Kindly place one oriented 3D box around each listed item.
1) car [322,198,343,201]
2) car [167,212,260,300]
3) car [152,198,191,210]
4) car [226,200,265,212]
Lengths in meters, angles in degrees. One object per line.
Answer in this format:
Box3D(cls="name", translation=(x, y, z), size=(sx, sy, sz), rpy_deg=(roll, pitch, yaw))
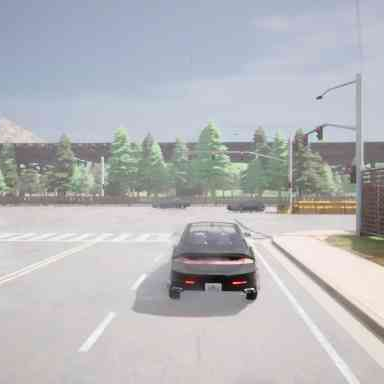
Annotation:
Box3D(cls="car", translation=(17.030, 1.525, 41.439), size=(4.674, 1.442, 1.812), rpy_deg=(0, 0, 2))
Box3D(cls="car", translation=(0.510, 1.492, 8.397), size=(2.128, 1.511, 4.902), rpy_deg=(0, 0, 3))
Box3D(cls="car", translation=(-2.552, 1.491, 41.996), size=(4.902, 1.511, 2.128), rpy_deg=(0, 0, 2))
Box3D(cls="car", translation=(5.983, 1.564, 37.231), size=(4.181, 1.385, 1.994), rpy_deg=(0, 0, -14))
